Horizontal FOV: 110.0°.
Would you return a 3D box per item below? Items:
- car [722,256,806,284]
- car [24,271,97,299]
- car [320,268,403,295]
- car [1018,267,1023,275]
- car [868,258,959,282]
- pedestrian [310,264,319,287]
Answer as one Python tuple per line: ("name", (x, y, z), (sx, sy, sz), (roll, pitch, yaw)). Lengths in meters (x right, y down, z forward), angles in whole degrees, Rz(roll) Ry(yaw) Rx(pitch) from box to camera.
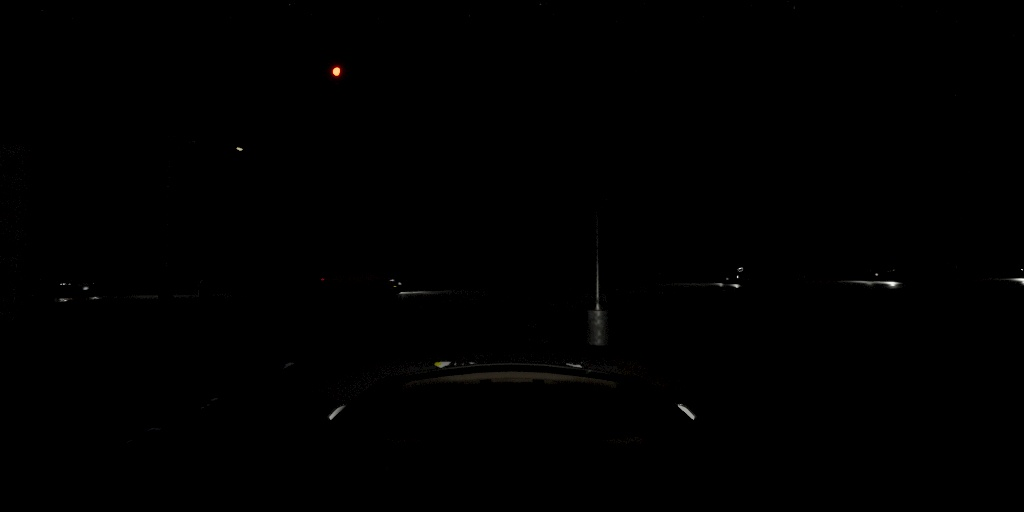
("car", (16.280, 0.875, 23.413), (4.553, 1.767, 2.097), (-1, -2, 0))
("car", (-25.992, 1.555, 19.808), (4.902, 1.511, 2.128), (-1, -2, 0))
("car", (-8.189, 1.369, 19.763), (4.181, 1.385, 1.994), (-1, -2, 0))
("car", (36.724, 0.751, 23.353), (5.357, 1.411, 2.033), (-1, -2, 0))
("car", (26.129, 0.891, 23.387), (4.674, 1.442, 1.812), (-1, -2, 1))
("pedestrian", (-15.062, 1.466, 27.383), (0.375, 1.860, 0.375), (0, -1, 0))
